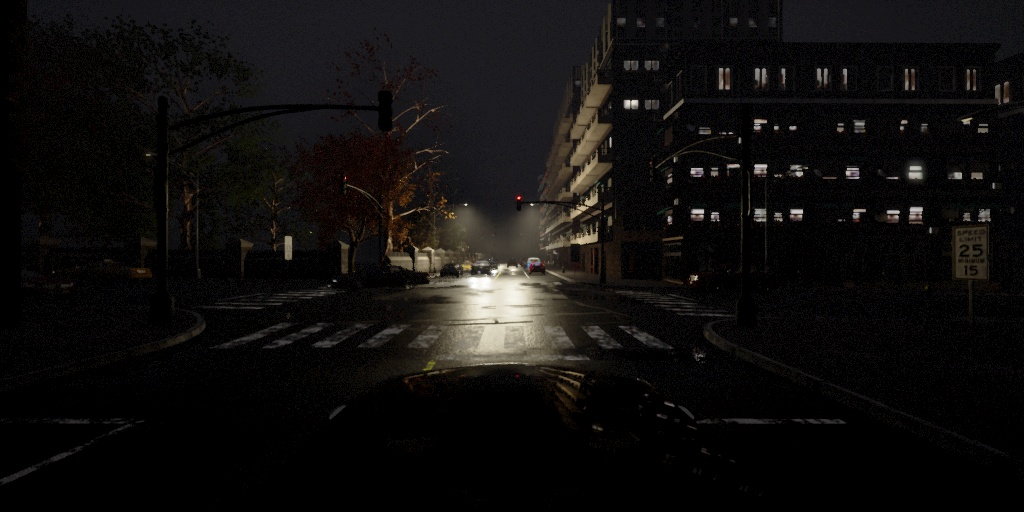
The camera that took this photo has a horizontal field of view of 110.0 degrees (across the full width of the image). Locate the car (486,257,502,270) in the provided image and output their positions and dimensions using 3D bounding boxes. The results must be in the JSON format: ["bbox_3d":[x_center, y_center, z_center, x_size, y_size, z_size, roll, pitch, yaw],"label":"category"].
[{"bbox_3d":[-3.037,1.277,53.007,2.128,1.511,4.902,0,0,0],"label":"car"}]

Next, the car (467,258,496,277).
[{"bbox_3d":[-3.062,1.255,36.200,2.128,1.511,4.902,0,0,0],"label":"car"}]

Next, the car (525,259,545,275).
[{"bbox_3d":[2.732,1.314,39.936,1.888,1.381,4.507,0,0,0],"label":"car"}]

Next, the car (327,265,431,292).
[{"bbox_3d":[-7.366,1.220,20.278,5.357,1.411,2.033,2,0,-36],"label":"car"}]

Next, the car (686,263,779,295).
[{"bbox_3d":[13.471,1.353,21.953,5.009,1.841,2.192,0,0,0],"label":"car"}]

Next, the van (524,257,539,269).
[{"bbox_3d":[2.739,1.116,45.566,1.690,1.789,3.998,0,0,0],"label":"van"}]

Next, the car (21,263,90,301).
[{"bbox_3d":[-18.949,1.007,13.299,4.207,1.307,1.802,0,0,0],"label":"car"}]

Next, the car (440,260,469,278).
[{"bbox_3d":[-5.654,1.330,34.315,1.948,1.339,4.313,0,0,0],"label":"car"}]

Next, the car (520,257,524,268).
[{"bbox_3d":[2.751,1.230,56.827,1.967,1.591,4.097,0,0,0],"label":"car"}]

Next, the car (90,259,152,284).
[{"bbox_3d":[-24.721,0.882,21.631,4.829,1.417,1.751,0,0,0],"label":"car"}]

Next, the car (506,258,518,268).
[{"bbox_3d":[0.066,1.304,62.609,1.837,1.490,4.892,0,0,0],"label":"car"}]
